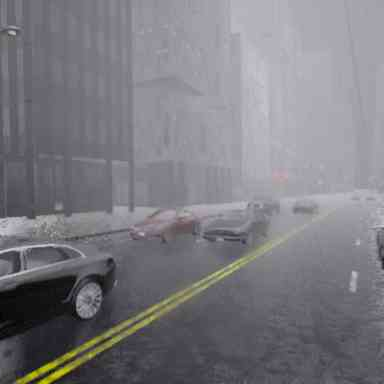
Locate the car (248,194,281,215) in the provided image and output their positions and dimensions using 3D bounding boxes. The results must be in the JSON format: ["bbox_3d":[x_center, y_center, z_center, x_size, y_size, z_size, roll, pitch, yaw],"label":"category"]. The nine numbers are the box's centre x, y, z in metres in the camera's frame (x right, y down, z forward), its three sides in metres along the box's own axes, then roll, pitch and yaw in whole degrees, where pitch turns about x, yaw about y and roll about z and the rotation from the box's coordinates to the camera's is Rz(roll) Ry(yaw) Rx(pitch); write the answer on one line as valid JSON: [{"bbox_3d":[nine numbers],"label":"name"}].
[{"bbox_3d":[6.922,1.225,31.742,2.150,2.045,5.566,0,0,28],"label":"car"}]

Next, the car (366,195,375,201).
[{"bbox_3d":[42.025,1.478,78.287,1.895,1.301,4.718,0,0,27],"label":"car"}]

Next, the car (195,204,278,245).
[{"bbox_3d":[2.366,1.548,15.933,2.033,1.411,5.357,0,0,27],"label":"car"}]

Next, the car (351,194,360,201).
[{"bbox_3d":[39.153,1.493,79.809,1.895,1.301,4.718,0,0,27],"label":"car"}]

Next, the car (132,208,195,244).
[{"bbox_3d":[-1.089,1.542,16.329,1.812,1.442,4.674,0,0,27],"label":"car"}]

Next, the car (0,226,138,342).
[{"bbox_3d":[-3.252,1.506,5.047,2.128,1.511,4.902,0,0,29],"label":"car"}]

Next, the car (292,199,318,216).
[{"bbox_3d":[11.330,1.462,33.124,1.882,1.535,5.008,0,0,28],"label":"car"}]

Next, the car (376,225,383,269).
[{"bbox_3d":[6.958,1.539,10.448,1.994,1.385,4.181,0,0,27],"label":"car"}]
